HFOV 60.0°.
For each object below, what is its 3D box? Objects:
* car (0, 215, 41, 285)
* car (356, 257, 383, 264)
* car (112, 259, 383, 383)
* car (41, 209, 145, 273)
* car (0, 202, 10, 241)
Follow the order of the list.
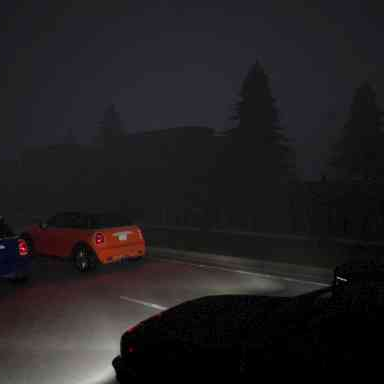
[{"bbox_3d":[-6.077,1.352,8.328,4.553,1.767,2.097,0,0,36],"label":"car"},{"bbox_3d":[4.746,1.478,4.907,5.008,1.535,1.882,0,0,36],"label":"car"},{"bbox_3d":[1.752,1.547,2.745,5.357,1.411,2.033,0,0,36],"label":"car"},{"bbox_3d":[-3.747,1.352,10.965,4.553,1.767,2.097,0,0,36],"label":"car"},{"bbox_3d":[-11.016,1.352,16.132,4.553,1.767,2.097,0,0,36],"label":"car"}]
